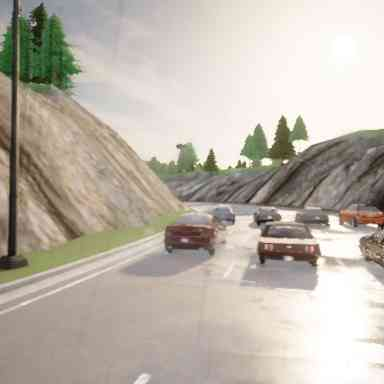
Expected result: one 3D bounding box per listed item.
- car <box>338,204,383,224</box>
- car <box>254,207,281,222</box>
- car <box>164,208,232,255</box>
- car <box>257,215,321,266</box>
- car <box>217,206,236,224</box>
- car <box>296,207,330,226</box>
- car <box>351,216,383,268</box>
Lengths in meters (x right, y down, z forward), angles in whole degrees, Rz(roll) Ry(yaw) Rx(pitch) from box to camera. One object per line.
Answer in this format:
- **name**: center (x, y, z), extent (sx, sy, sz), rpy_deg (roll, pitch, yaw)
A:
- **car**: center (13.029, 1.730, 25.871), extent (2.097, 1.767, 4.553), rpy_deg (0, -1, 7)
- **car**: center (6.120, 1.888, 27.000), extent (1.994, 1.385, 4.181), rpy_deg (0, 0, 7)
- **car**: center (0.340, 1.620, 14.156), extent (1.882, 1.535, 5.008), rpy_deg (0, -1, 14)
- **car**: center (3.478, 1.754, 12.255), extent (1.895, 1.301, 4.718), rpy_deg (0, -1, 14)
- **car**: center (2.673, 1.861, 27.621), extent (1.994, 1.385, 4.181), rpy_deg (0, 0, 8)
- **car**: center (9.620, 1.920, 26.801), extent (1.994, 1.385, 4.181), rpy_deg (0, 0, 7)
- **car**: center (6.493, 1.706, 9.856), extent (2.033, 1.411, 5.357), rpy_deg (0, -1, 14)
